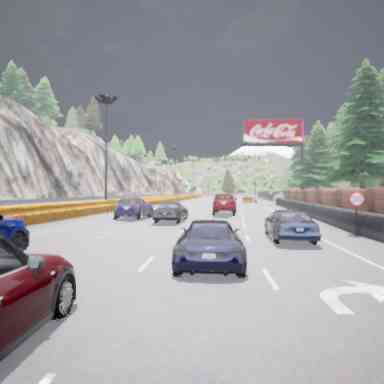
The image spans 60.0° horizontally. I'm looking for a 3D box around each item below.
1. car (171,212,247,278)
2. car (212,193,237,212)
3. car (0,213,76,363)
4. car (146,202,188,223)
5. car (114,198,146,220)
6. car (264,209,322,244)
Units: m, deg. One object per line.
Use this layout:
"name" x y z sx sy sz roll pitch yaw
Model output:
"car" 0.552 1.526 10.136 1.994 1.385 4.181 0 0 4
"car" 3.183 1.109 32.258 2.150 2.045 5.566 0 0 8
"car" -3.247 1.320 4.415 2.097 1.767 4.553 0 0 1
"car" -1.458 1.447 24.108 2.033 1.411 5.357 0 0 8
"car" -4.606 1.228 26.790 2.097 1.767 4.553 0 0 7
"car" 4.505 1.506 15.487 2.033 1.411 5.357 0 0 7
